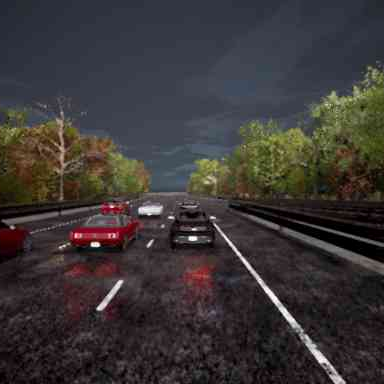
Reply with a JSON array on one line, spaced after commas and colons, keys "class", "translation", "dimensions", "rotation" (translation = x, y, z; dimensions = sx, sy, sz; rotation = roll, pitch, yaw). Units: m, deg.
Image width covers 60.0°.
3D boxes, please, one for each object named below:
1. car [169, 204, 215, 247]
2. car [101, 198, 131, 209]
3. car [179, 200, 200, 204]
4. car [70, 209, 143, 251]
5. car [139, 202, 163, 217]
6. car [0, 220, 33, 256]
[{"class": "car", "translation": [0.009, 1.507, 14.995], "dimensions": [1.837, 1.490, 4.892], "rotation": [0, 0, -1]}, {"class": "car", "translation": [-7.268, 1.370, 32.127], "dimensions": [2.097, 1.767, 4.553], "rotation": [0, 0, -1]}, {"class": "car", "translation": [-0.267, 1.507, 32.224], "dimensions": [2.128, 1.511, 4.902], "rotation": [0, 0, -1]}, {"class": "car", "translation": [-3.480, 1.604, 14.160], "dimensions": [1.895, 1.301, 4.718], "rotation": [0, 0, -1]}, {"class": "car", "translation": [-3.738, 1.616, 30.948], "dimensions": [1.895, 1.301, 4.718], "rotation": [0, 0, -1]}, {"class": "car", "translation": [-6.952, 1.529, 10.717], "dimensions": [1.812, 1.442, 4.674], "rotation": [0, 0, 0]}]
